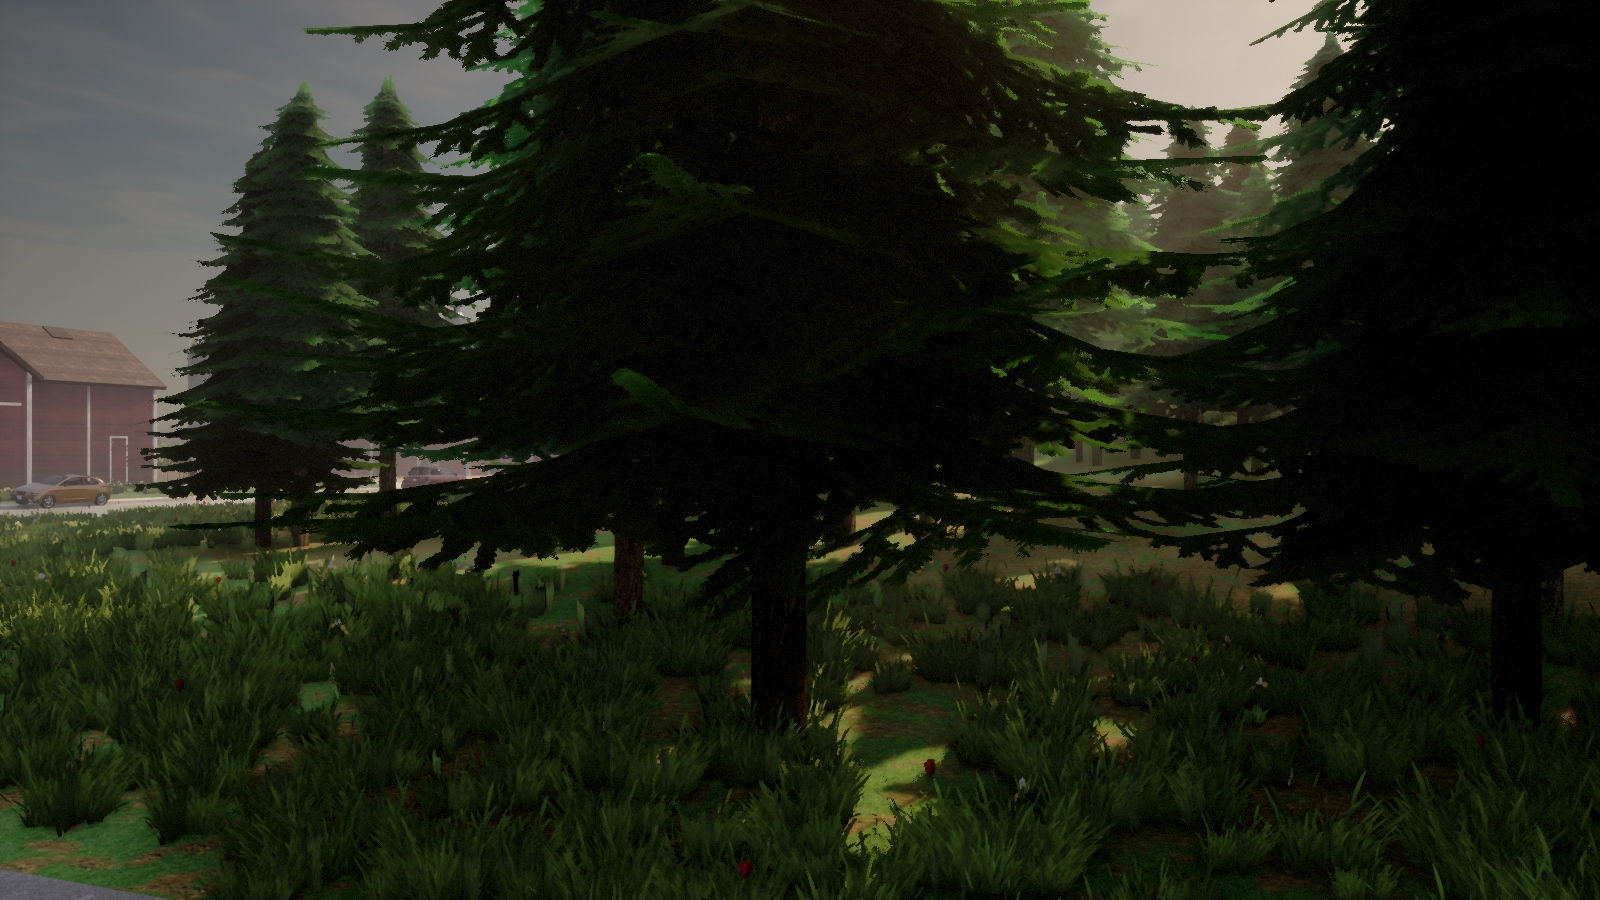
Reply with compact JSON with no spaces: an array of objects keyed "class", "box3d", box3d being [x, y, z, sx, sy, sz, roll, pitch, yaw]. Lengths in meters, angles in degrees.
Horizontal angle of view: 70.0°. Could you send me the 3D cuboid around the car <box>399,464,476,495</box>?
[{"class":"car","box3d":[-21.917,1.766,69.289,2.097,1.767,4.553,0,0,20]}]
